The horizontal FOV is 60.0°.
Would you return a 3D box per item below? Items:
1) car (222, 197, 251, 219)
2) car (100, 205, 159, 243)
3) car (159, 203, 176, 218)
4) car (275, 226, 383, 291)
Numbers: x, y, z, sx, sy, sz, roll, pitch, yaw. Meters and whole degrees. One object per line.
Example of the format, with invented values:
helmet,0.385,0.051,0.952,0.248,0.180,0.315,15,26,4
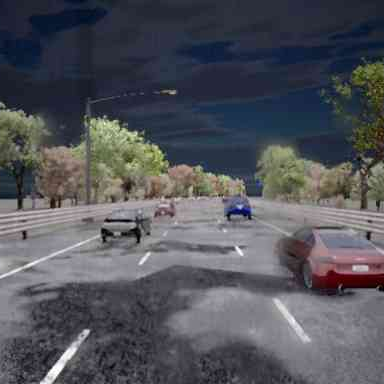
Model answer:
car,4.284,1.466,31.593,2.150,2.045,5.566,0,0,2
car,-3.187,1.615,16.844,2.128,1.511,4.902,0,0,1
car,-2.640,1.782,33.478,1.812,1.442,4.674,0,0,2
car,3.676,1.633,9.212,1.994,1.385,4.181,0,0,1
